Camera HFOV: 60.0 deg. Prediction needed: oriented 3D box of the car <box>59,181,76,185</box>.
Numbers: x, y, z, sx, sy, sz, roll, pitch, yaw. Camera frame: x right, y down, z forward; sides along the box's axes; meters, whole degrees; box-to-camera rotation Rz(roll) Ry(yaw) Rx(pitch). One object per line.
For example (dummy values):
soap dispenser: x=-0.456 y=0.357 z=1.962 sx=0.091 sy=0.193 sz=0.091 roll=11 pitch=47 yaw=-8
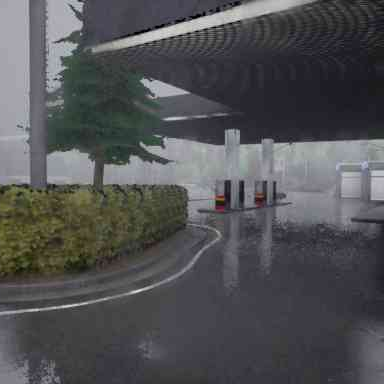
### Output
car: x=-25.405 y=-1.183 z=65.628 sx=3.866 sy=1.878 sz=1.905 roll=2 pitch=2 yaw=36

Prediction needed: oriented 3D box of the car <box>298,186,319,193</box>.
car: x=26.365 y=-0.565 z=75.521 sx=2.128 sy=1.511 sz=4.902 roll=-1 pitch=2 yaw=-30

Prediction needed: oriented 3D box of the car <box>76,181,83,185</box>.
car: x=-24.025 y=-1.234 z=68.217 sx=4.605 sy=1.855 sz=1.932 roll=2 pitch=2 yaw=36

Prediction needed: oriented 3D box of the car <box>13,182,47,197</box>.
car: x=-20.760 y=-0.365 z=42.523 sx=4.605 sy=1.855 sz=1.932 roll=2 pitch=2 yaw=36

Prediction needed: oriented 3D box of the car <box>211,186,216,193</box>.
car: x=6.265 y=-0.616 z=65.258 sx=5.027 sy=1.636 sz=2.152 roll=2 pitch=2 yaw=36

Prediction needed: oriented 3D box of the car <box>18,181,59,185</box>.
car: x=-16.343 y=-0.105 z=35.234 sx=3.866 sy=1.878 sz=1.905 roll=2 pitch=2 yaw=36

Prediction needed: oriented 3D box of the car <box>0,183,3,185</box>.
car: x=-32.950 y=-0.841 z=55.299 sx=5.027 sy=1.636 sz=2.152 roll=2 pitch=2 yaw=36

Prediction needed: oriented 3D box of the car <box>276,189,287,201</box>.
car: x=10.881 y=0.327 z=43.699 sx=1.812 sy=1.442 sz=4.674 roll=2 pitch=2 yaw=36
